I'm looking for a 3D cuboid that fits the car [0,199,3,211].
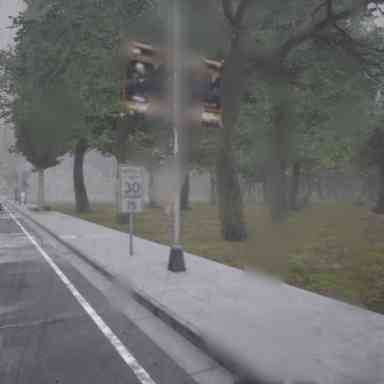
[{"bbox_3d":[-24.203,1.538,40.629,2.033,1.411,5.357,0,0,-31],"label":"car"}]
